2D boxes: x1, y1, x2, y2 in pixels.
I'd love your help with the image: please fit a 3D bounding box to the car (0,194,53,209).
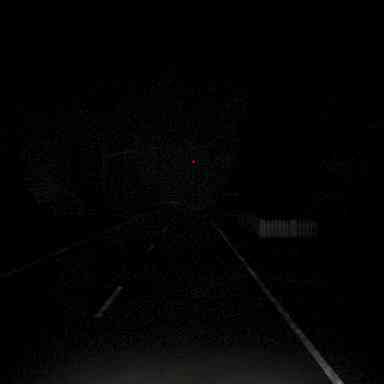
[{"bbox_3d":[-17.985,1.237,35.911,5.566,2.045,2.150,0,-1,0],"label":"car"}]
